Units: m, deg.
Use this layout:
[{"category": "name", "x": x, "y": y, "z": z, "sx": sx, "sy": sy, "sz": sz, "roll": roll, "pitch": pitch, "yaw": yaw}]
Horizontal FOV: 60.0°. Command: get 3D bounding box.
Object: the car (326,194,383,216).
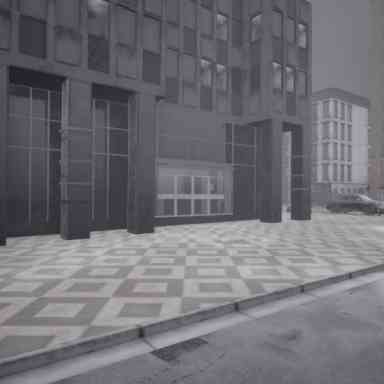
[{"category": "car", "x": 15.745, "y": 1.186, "z": 31.957, "sx": 2.150, "sy": 2.045, "sz": 5.566, "roll": 1, "pitch": 0, "yaw": -36}]
